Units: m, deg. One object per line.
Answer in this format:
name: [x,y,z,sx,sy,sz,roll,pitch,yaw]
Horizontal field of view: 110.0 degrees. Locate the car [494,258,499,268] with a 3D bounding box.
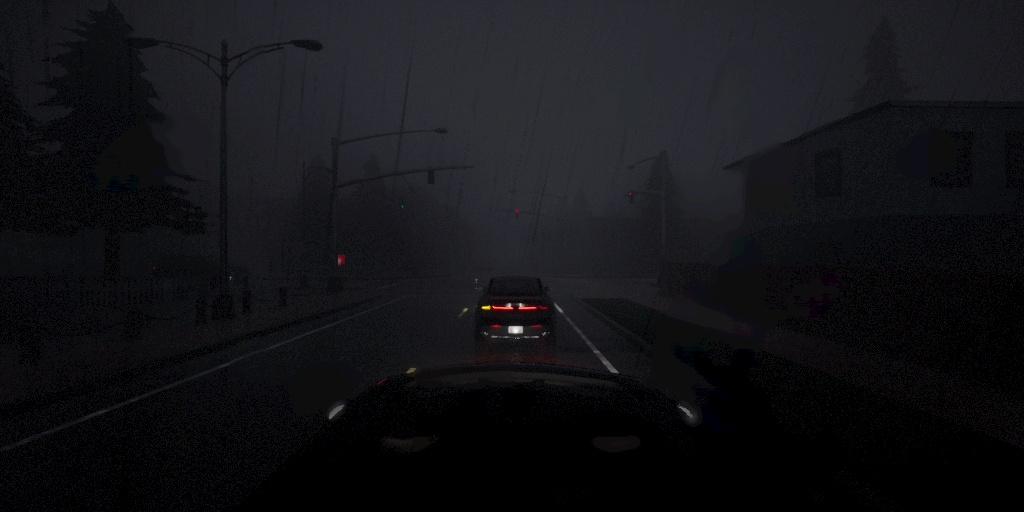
car: [-3.456,1.275,58.551,1.812,1.442,4.674,0,1,-2]

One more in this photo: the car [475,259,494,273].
car: [-3.495,1.275,44.175,1.812,1.442,4.674,0,1,-1]

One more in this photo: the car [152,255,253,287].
car: [-20.654,0.978,24.040,5.566,2.045,2.150,1,0,-1]

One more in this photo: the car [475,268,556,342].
car: [0.092,1.255,9.729,1.837,1.490,4.892,0,0,0]
